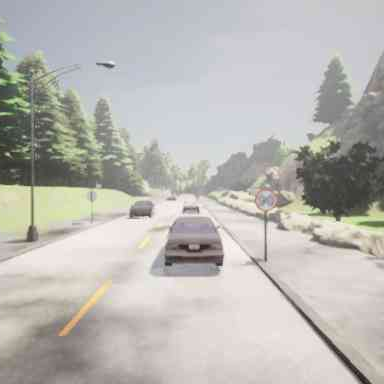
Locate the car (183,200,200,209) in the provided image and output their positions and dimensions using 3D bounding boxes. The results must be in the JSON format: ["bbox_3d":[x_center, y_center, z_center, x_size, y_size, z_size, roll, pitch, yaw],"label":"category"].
[{"bbox_3d":[-0.093,1.552,38.345,1.895,1.301,4.718,0,0,0],"label":"car"}]

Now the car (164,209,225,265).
[{"bbox_3d":[0.057,1.532,11.527,2.033,1.411,5.357,0,0,0],"label":"car"}]

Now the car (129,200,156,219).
[{"bbox_3d":[-4.244,1.453,29.155,1.882,1.535,5.008,0,0,0],"label":"car"}]

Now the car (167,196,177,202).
[{"bbox_3d":[-4.375,1.470,72.772,1.895,1.301,4.718,0,0,0],"label":"car"}]
